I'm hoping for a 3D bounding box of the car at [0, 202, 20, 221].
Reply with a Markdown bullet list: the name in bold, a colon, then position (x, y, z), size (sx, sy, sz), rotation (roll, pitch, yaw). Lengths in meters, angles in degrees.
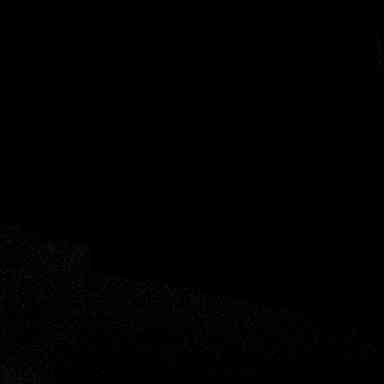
- **car**: position (-14.524, 1.518, 24.809), size (1.812, 1.442, 4.674), rotation (0, 0, 36)
